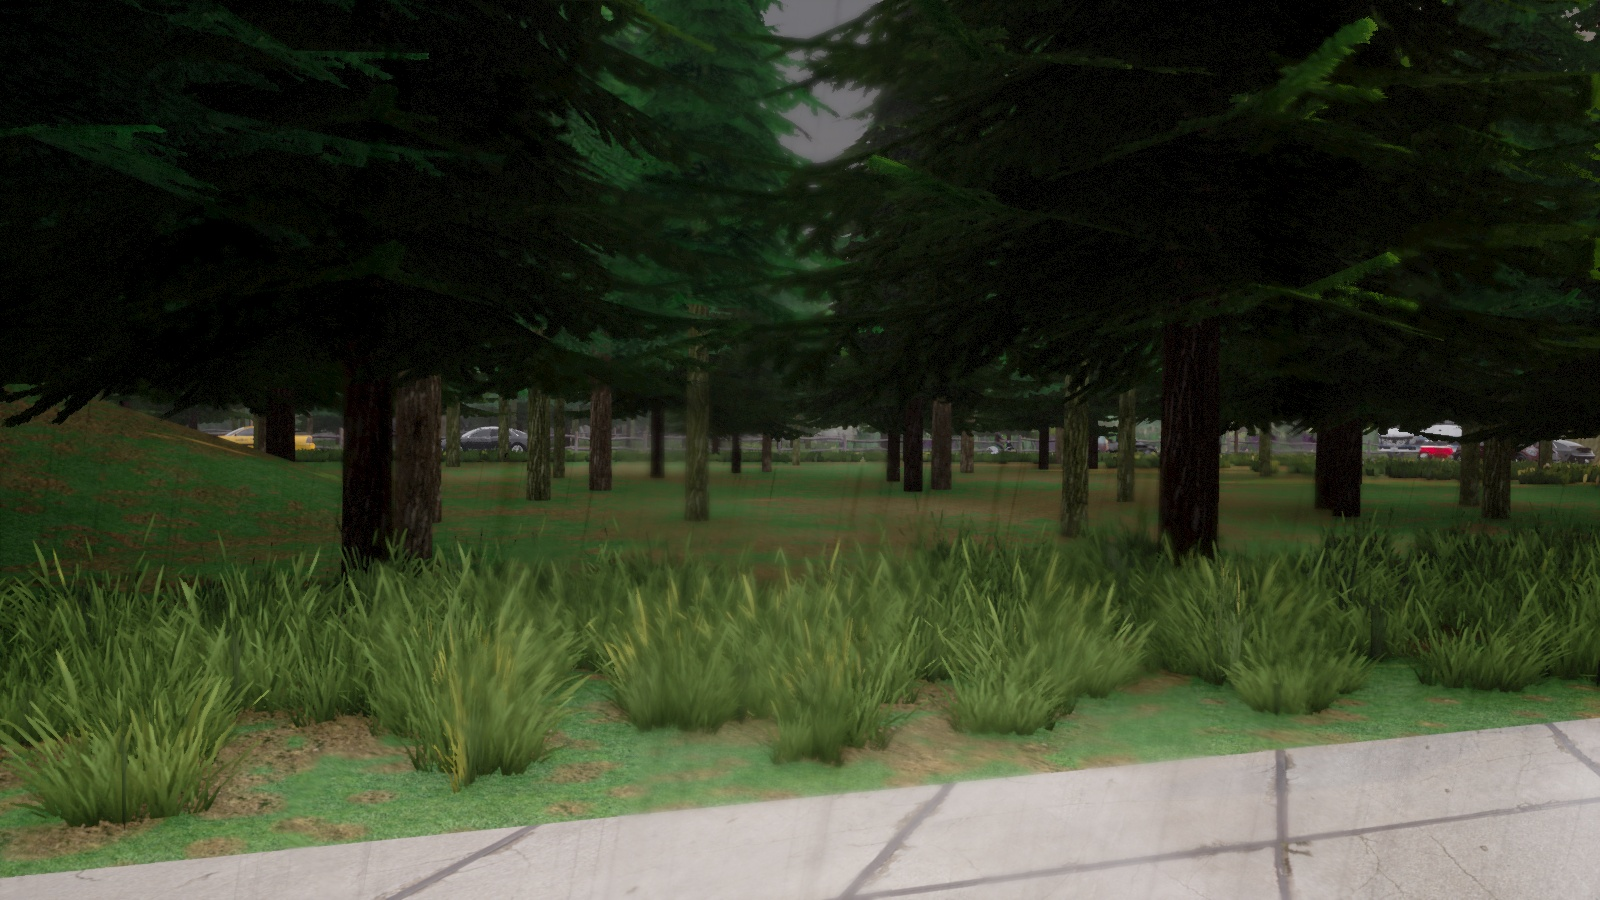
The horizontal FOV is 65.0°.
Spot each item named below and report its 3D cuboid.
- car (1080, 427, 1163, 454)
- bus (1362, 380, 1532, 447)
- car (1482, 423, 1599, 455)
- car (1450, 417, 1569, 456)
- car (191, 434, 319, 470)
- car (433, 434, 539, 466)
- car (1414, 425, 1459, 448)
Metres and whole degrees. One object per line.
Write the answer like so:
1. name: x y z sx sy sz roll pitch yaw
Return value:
1. car: 18.080 -0.541 70.628 4.193 1.474 1.816 -1 1 -19
2. bus: 42.684 -2.396 82.883 10.273 4.253 3.944 -1 1 -19
3. car: 36.106 -0.557 61.284 1.837 1.490 4.892 -1 1 -22
4. car: 33.241 -0.636 59.011 2.097 1.767 4.553 -1 1 -22
5. car: -25.178 0.062 58.221 5.366 1.575 1.801 -1 1 -21
6. car: -15.475 -0.037 61.913 4.892 1.490 1.837 -1 1 -21
7. car: 39.327 -0.843 77.623 2.207 1.376 1.481 -2 1 -30
